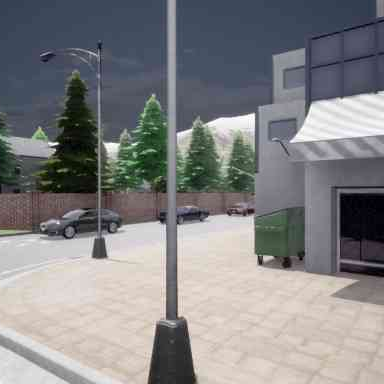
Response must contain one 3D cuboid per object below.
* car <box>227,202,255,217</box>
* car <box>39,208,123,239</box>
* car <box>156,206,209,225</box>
[{"bbox_3d":[5.290,1.740,34.356,1.994,1.385,4.181,0,0,36],"label":"car"},{"bbox_3d":[-6.158,1.681,18.908,1.837,1.490,4.892,0,0,36],"label":"car"},{"bbox_3d":[-0.644,1.777,26.353,1.895,1.301,4.718,0,0,36],"label":"car"}]
